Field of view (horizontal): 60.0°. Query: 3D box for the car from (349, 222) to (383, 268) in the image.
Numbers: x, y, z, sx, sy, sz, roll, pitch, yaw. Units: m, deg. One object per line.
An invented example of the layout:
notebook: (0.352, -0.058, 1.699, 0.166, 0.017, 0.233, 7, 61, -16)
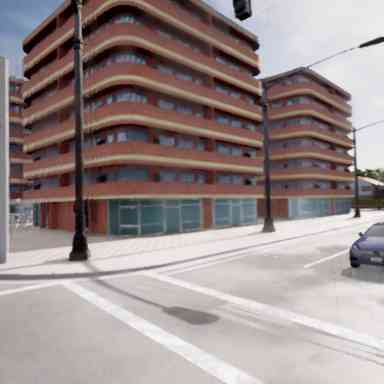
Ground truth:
car: (7.063, 1.784, 11.683, 1.812, 1.442, 4.674, -3, -3, 42)
